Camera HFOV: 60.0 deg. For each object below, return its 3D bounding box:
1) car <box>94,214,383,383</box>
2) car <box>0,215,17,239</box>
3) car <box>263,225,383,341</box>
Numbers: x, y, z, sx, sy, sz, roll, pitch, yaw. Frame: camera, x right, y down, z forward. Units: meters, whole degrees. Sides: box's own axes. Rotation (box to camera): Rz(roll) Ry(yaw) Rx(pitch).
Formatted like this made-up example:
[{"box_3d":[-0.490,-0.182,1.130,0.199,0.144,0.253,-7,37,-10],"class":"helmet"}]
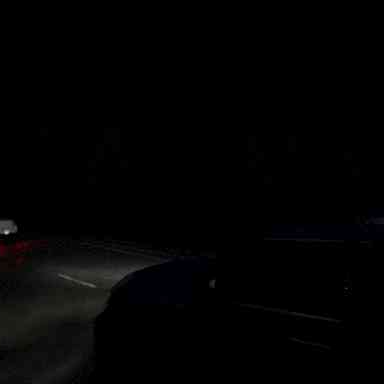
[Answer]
[{"box_3d":[1.501,1.238,3.041,5.566,2.045,2.150,-1,-1,37],"class":"car"},{"box_3d":[-11.211,1.776,17.454,4.674,1.442,1.812,-1,-1,27],"class":"car"},{"box_3d":[3.945,1.516,5.677,4.902,1.511,2.128,-1,-1,36],"class":"car"}]
